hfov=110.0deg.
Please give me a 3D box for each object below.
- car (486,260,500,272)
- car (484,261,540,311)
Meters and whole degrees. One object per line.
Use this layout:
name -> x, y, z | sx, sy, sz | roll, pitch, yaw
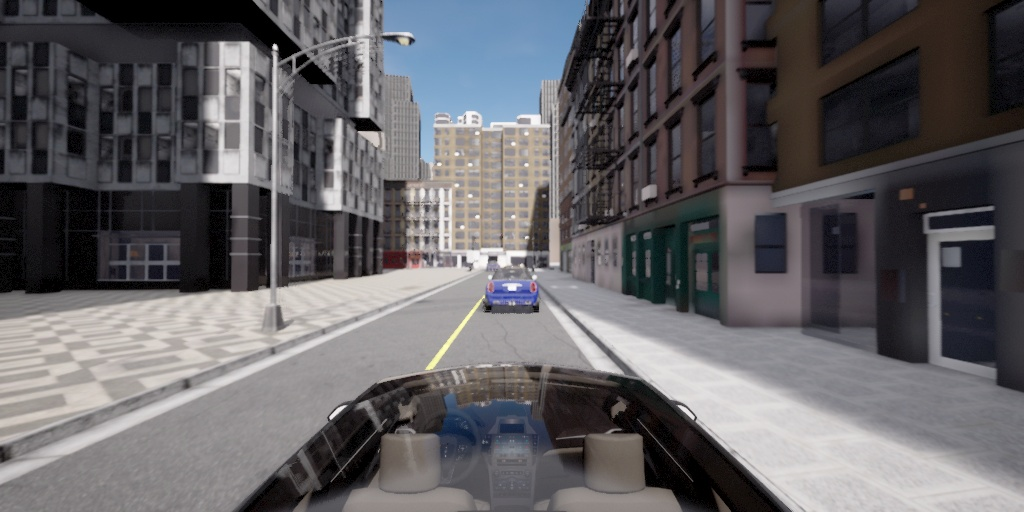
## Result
car -> -3.017, 1.586, 57.488 | 2.097, 1.767, 4.553 | 0, 0, 0
car -> 0.021, 1.231, 15.276 | 2.097, 1.767, 4.553 | 0, -1, 0
